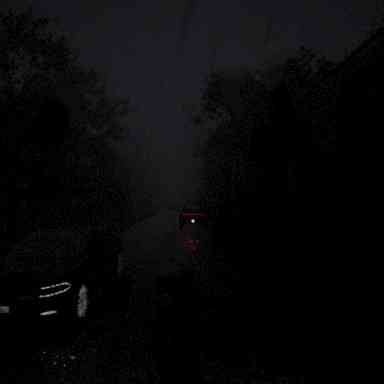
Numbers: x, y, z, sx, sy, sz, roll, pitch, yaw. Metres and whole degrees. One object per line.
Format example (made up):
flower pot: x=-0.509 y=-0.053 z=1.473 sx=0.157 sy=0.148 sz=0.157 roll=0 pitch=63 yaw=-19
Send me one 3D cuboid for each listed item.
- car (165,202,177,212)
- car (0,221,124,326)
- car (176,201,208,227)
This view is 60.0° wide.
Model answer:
car: x=-3.008 y=2.172 z=49.507 sx=2.033 sy=1.411 sz=5.357 roll=0 pitch=-1 yaw=0
car: x=-2.855 y=1.494 z=7.471 sx=1.882 sy=1.535 sz=5.008 roll=0 pitch=0 yaw=0
car: x=0.057 y=1.657 z=24.116 sx=1.837 sy=1.490 sz=4.892 roll=0 pitch=-1 yaw=0
